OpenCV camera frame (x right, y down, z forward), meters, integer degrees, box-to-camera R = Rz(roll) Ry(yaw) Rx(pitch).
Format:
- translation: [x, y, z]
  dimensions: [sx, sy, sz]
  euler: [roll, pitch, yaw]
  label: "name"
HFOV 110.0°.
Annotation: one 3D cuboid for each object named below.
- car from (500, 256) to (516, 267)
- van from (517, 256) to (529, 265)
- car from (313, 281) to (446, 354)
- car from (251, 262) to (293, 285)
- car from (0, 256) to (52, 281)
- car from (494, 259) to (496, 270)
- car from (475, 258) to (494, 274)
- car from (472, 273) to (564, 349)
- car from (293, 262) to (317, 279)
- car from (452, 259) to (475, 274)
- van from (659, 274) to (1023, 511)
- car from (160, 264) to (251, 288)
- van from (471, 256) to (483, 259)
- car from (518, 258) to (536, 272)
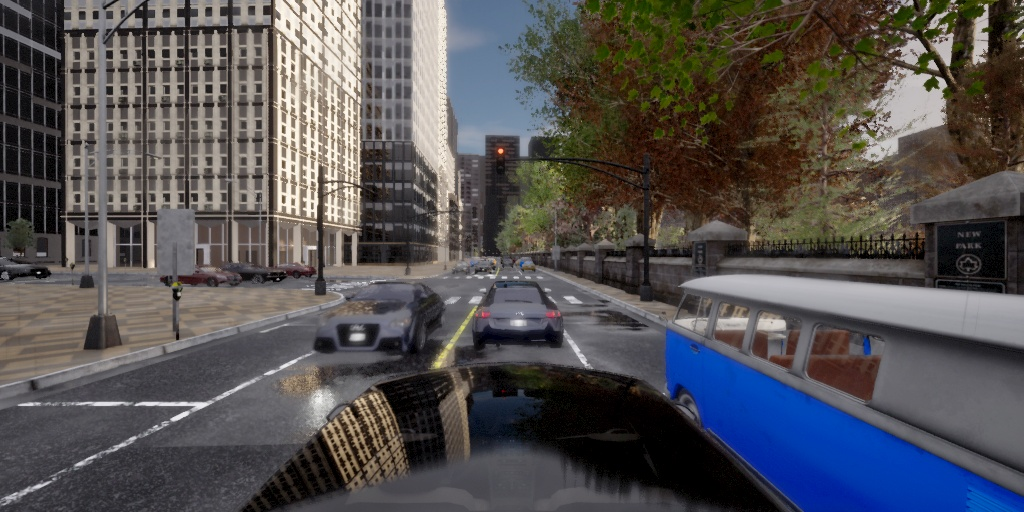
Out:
- translation: [-0.820, 1.213, 63.825]
  dimensions: [2.128, 1.511, 4.902]
  euler: [0, 0, -2]
  label: "car"
- translation: [1.990, 1.071, 51.714]
  dimensions: [1.690, 1.789, 3.998]
  euler: [0, 0, -1]
  label: "van"
- translation: [-2.865, 1.313, 8.637]
  dimensions: [1.994, 1.385, 4.181]
  euler: [0, 0, 0]
  label: "car"
- translation: [-17.401, 1.169, 23.457]
  dimensions: [4.718, 1.301, 1.895]
  euler: [1, 0, 4]
  label: "car"
- translation: [-34.594, 0.881, 24.487]
  dimensions: [4.892, 1.490, 1.837]
  euler: [0, 0, 3]
  label: "car"
- translation: [-3.417, 1.296, 50.841]
  dimensions: [1.994, 1.385, 4.181]
  euler: [0, 0, -2]
  label: "car"
- translation: [-3.230, 1.242, 40.862]
  dimensions: [1.837, 1.490, 4.892]
  euler: [0, 0, -3]
  label: "car"
- translation: [0.098, 1.313, 9.202]
  dimensions: [1.994, 1.385, 4.181]
  euler: [0, 0, -1]
  label: "car"
- translation: [-18.095, 1.127, 29.080]
  dimensions: [4.207, 1.307, 1.802]
  euler: [0, 0, 4]
  label: "car"
- translation: [-5.645, 1.288, 40.287]
  dimensions: [2.007, 1.370, 4.403]
  euler: [0, 0, -1]
  label: "car"
- translation: [2.568, 1.091, 2.622]
  dimensions: [1.690, 1.789, 3.998]
  euler: [0, 0, 0]
  label: "van"
- translation: [-18.158, 1.149, 20.967]
  dimensions: [4.207, 1.307, 1.802]
  euler: [0, 0, 4]
  label: "car"
- translation: [-6.332, 1.064, 62.462]
  dimensions: [1.690, 1.789, 3.998]
  euler: [0, 0, -2]
  label: "van"
- translation: [2.114, 1.260, 46.341]
  dimensions: [1.751, 1.417, 4.829]
  euler: [0, 0, -1]
  label: "car"
